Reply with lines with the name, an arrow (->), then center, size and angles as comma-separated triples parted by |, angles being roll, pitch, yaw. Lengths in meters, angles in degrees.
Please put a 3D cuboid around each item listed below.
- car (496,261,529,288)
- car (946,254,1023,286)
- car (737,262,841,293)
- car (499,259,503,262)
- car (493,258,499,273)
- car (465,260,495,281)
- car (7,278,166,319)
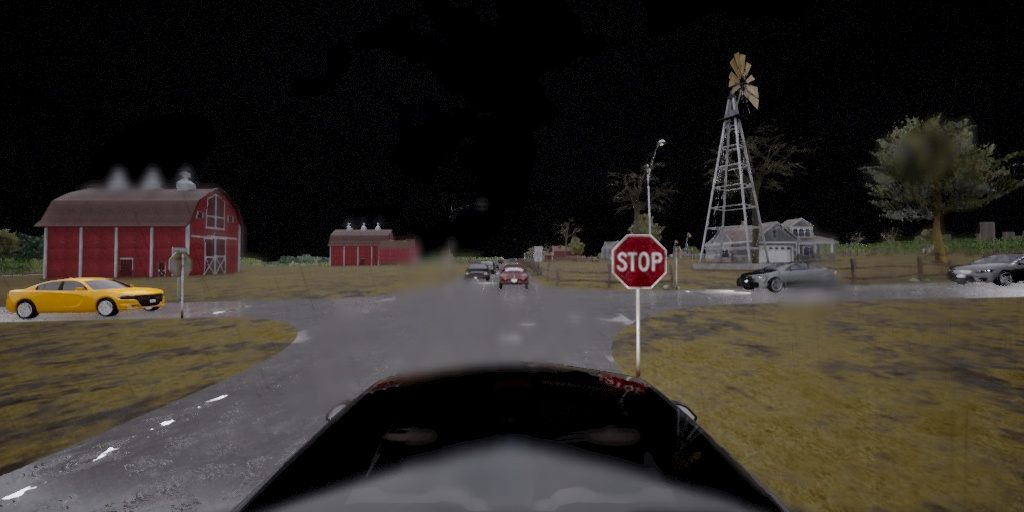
car -> 0.129, 1.281, 23.540 | 1.812, 1.442, 4.674 | 0, 0, 0
car -> 24.476, 0.660, 17.618 | 4.902, 1.511, 2.128 | -1, -1, 0
car -> 13.462, 1.005, 17.592 | 4.181, 1.385, 1.994 | -1, -1, -1
car -> -2.761, 1.374, 51.465 | 1.895, 1.301, 4.718 | 0, 0, 0
car -> -2.787, 1.269, 40.293 | 1.837, 1.490, 4.892 | 0, 0, 0
car -> -2.770, 1.306, 30.040 | 2.033, 1.411, 5.357 | 0, 0, -2
car -> -17.117, 1.619, 14.586 | 5.008, 1.535, 1.882 | -1, -1, 0
